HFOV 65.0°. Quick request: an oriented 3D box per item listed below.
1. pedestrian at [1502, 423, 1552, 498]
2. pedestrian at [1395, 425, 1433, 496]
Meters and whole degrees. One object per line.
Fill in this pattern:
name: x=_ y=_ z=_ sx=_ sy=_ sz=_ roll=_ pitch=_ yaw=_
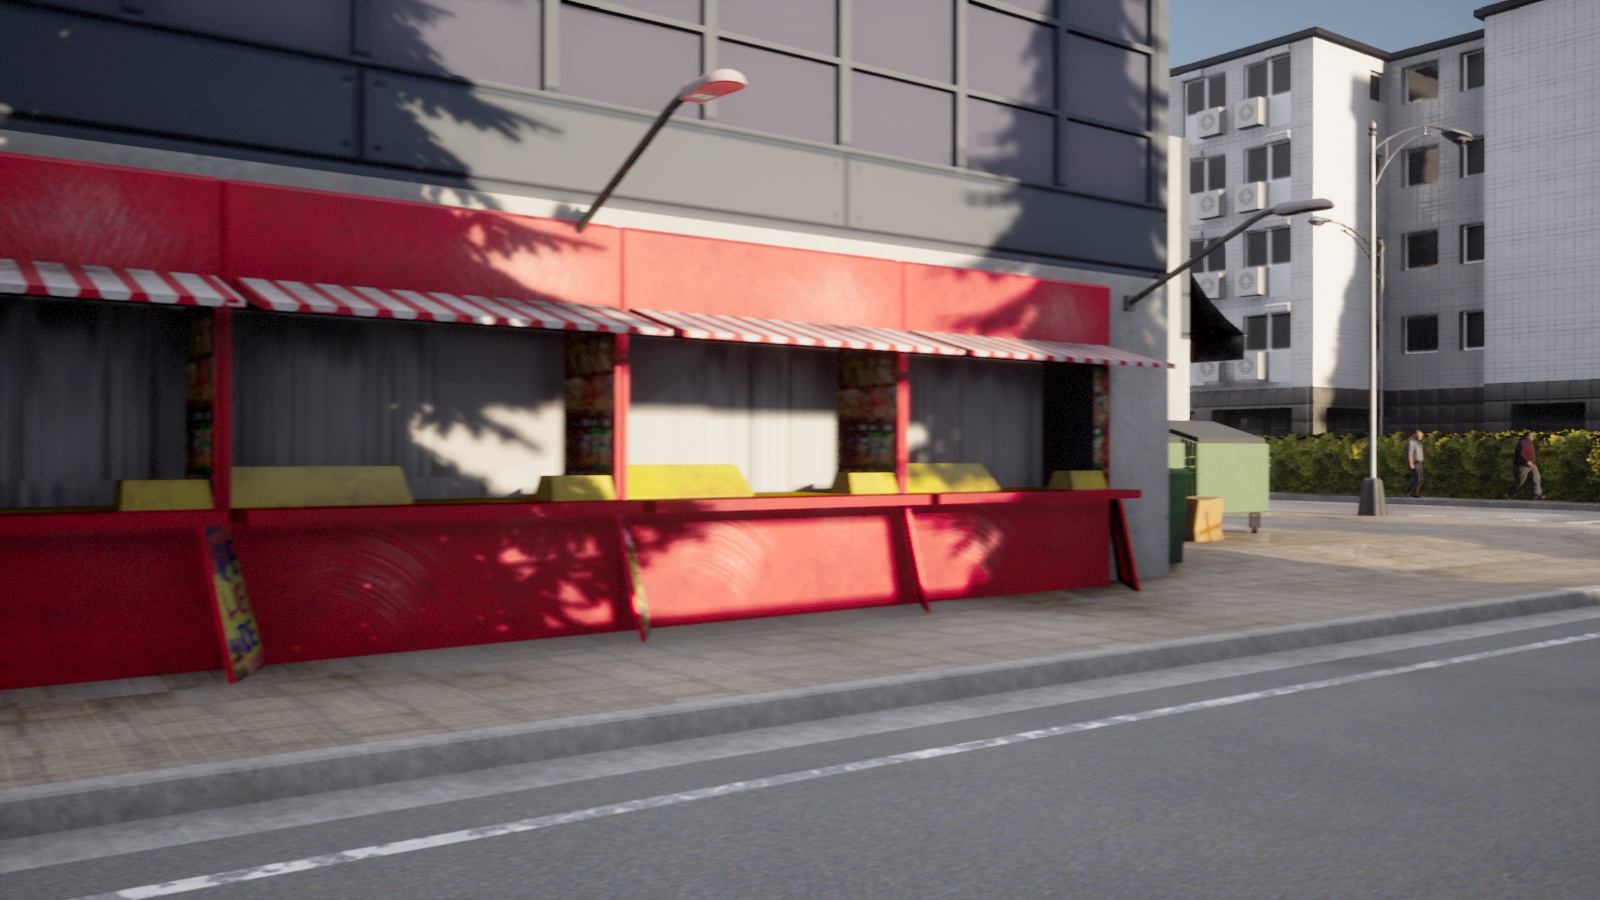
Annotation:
pedestrian: x=18.348 y=0.264 z=31.704 sx=0.634 sy=1.844 sz=0.899 roll=0 pitch=0 yaw=-25
pedestrian: x=16.026 y=0.271 z=32.771 sx=0.540 sy=1.848 sz=0.694 roll=0 pitch=0 yaw=-30
